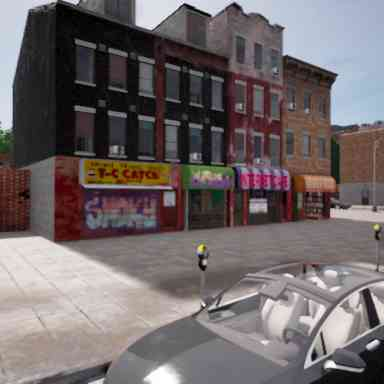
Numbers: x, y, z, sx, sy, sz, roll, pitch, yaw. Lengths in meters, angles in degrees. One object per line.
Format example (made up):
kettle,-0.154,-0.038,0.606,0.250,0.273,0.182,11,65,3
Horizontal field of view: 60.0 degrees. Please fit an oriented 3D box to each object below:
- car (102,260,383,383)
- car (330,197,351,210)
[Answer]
car,1.213,1.551,3.666,4.403,1.369,2.008,0,0,-35
car,16.557,1.381,39.934,1.837,1.490,4.892,0,0,-36
